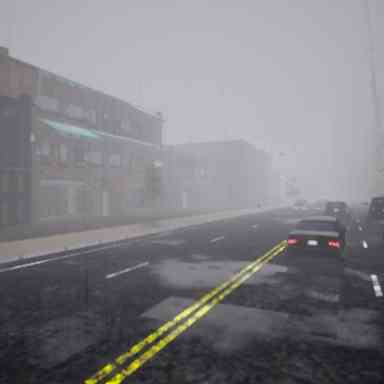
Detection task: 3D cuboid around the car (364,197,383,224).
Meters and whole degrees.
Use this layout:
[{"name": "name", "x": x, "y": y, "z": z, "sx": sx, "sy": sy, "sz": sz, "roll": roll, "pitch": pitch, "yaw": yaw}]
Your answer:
[{"name": "car", "x": 14.614, "y": 1.366, "z": 25.525, "sx": 2.150, "sy": 2.045, "sz": 5.566, "roll": 0, "pitch": 0, "yaw": 26}]

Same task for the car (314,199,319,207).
[{"name": "car", "x": 21.760, "y": 1.853, "z": 55.880, "sx": 2.033, "sy": 1.411, "sz": 5.357, "roll": 0, "pitch": 0, "yaw": 26}]

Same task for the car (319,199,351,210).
[{"name": "car", "x": 12.126, "y": 1.505, "z": 27.833, "sx": 2.097, "sy": 1.767, "sz": 4.553, "roll": 0, "pitch": 0, "yaw": 26}]

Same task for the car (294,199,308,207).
[{"name": "car", "x": 18.825, "y": 1.858, "z": 57.276, "sx": 2.033, "sy": 1.411, "sz": 5.357, "roll": 0, "pitch": 0, "yaw": 26}]

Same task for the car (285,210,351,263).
[{"name": "car", "x": 4.781, "y": 1.616, "z": 12.442, "sx": 2.033, "sy": 1.411, "sz": 5.357, "roll": 0, "pitch": 0, "yaw": 26}]

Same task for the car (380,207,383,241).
[{"name": "car", "x": 8.674, "y": 1.580, "z": 13.003, "sx": 1.837, "sy": 1.490, "sz": 4.892, "roll": 0, "pitch": 0, "yaw": 26}]
